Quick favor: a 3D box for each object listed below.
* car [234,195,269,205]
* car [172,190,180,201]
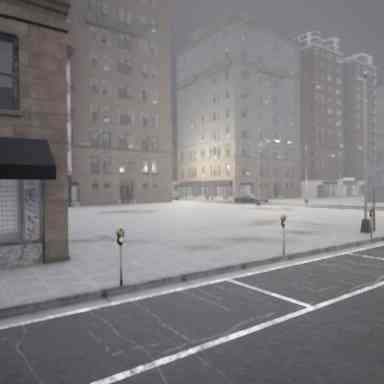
[{"bbox_3d":[7.578,1.024,42.667,1.895,1.301,4.718,-1,1,-35],"label":"car"},{"bbox_3d":[-4.444,0.554,59.823,2.150,2.045,5.566,-1,1,-35],"label":"car"}]
